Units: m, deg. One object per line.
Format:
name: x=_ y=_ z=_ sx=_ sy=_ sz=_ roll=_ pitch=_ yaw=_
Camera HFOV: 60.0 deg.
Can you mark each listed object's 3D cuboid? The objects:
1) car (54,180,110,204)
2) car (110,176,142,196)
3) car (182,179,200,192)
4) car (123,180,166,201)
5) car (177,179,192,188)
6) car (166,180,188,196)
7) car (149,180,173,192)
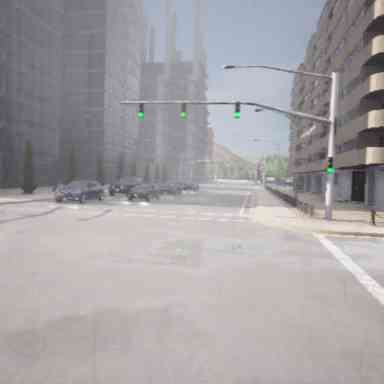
car: x=-8.520 y=-0.137 z=25.561 sx=2.097 sy=1.767 sz=4.553 roll=2 pitch=3 yaw=10
car: x=-6.744 y=-0.632 z=34.981 sx=2.150 sy=2.045 sz=5.566 roll=2 pitch=3 yaw=11
car: x=0.040 y=-0.860 z=52.231 sx=2.033 sy=1.411 sz=5.357 roll=2 pitch=3 yaw=11
car: x=-4.169 y=-0.036 z=29.849 sx=1.837 sy=1.490 sz=4.892 roll=2 pitch=3 yaw=10
car: x=-1.333 y=-1.657 z=63.619 sx=1.837 sy=1.490 sz=4.892 roll=2 pitch=3 yaw=10
car: x=-2.387 y=-0.364 z=39.421 sx=2.033 sy=1.411 sz=5.357 roll=2 pitch=3 yaw=11
car: x=-4.398 y=-0.853 z=47.625 sx=2.128 sy=1.511 sz=4.902 roll=2 pitch=3 yaw=11
